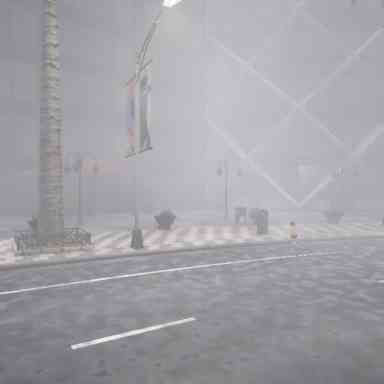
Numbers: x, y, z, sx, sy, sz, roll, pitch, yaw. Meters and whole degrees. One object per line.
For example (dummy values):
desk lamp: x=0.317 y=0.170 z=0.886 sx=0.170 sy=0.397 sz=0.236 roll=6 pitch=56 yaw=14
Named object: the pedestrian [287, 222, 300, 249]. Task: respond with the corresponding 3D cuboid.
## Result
pedestrian: x=4.036 y=1.674 z=13.141 sx=0.500 sy=1.100 sz=0.500 roll=0 pitch=0 yaw=-23
